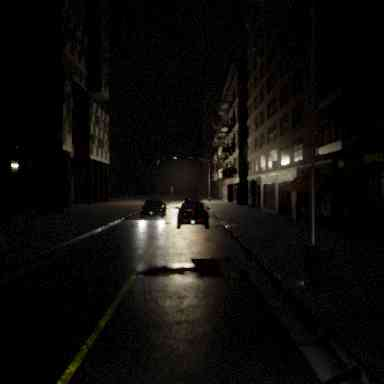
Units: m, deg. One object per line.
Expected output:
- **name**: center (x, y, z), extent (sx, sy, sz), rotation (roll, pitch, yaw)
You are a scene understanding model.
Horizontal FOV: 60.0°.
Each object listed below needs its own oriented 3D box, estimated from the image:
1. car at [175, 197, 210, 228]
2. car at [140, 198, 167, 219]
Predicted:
- **car**: center (0.047, 1.337, 20.562), extent (1.837, 1.490, 4.892), rotation (0, 1, 0)
- **car**: center (-3.049, 1.313, 27.082), extent (1.837, 1.490, 4.892), rotation (0, 0, 0)
